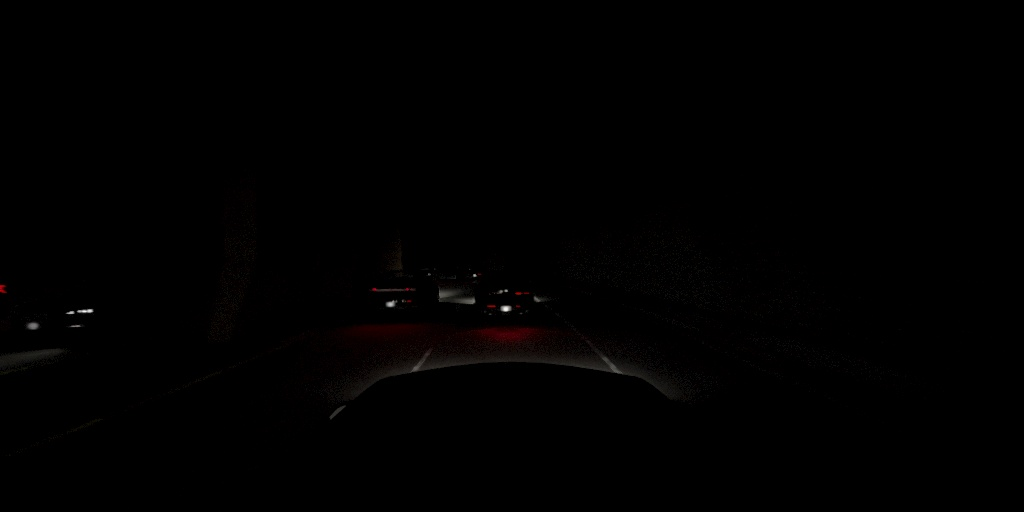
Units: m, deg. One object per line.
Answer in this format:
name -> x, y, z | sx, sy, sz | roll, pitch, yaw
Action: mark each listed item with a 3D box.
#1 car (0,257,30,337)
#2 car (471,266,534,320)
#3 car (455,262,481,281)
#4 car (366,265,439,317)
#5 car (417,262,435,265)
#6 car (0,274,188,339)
car -> -14.168, 1.052, 6.978 | 2.150, 2.045, 5.566 | 0, 0, -2
car -> -0.348, 1.257, 12.677 | 1.837, 1.490, 4.892 | 0, 0, -4
car -> -3.619, 1.271, 30.478 | 1.837, 1.490, 4.892 | 0, 0, -17
car -> -3.904, 1.264, 13.394 | 2.128, 1.511, 4.902 | 0, 0, -4
car -> -7.506, 1.284, 31.215 | 2.128, 1.511, 4.902 | 0, 0, -18
car -> -10.879, 1.303, 10.463 | 2.128, 1.511, 4.902 | 0, 0, -4
